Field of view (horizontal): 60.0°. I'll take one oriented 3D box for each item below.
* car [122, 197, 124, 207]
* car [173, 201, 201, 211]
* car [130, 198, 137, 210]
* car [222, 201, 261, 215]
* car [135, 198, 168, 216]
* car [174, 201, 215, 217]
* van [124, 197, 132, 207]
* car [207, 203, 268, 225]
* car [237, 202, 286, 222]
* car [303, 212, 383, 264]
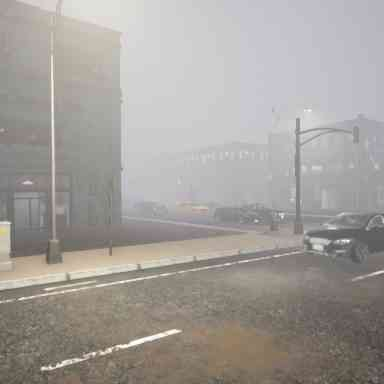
[{"bbox_3d":[-13.619,1.939,65.381,2.192,1.841,5.009,-1,0,-35],"label":"car"},{"bbox_3d":[-0.788,1.965,47.333,1.802,1.307,4.206,-2,0,-35],"label":"car"},{"bbox_3d":[-6.088,1.930,44.831,1.882,1.535,5.008,-1,0,-35],"label":"car"},{"bbox_3d":[5.623,1.809,38.309,2.008,1.369,4.403,-2,0,-35],"label":"car"},{"bbox_3d":[-4.416,1.846,37.965,1.967,1.590,4.097,-1,0,-35],"label":"car"},{"bbox_3d":[-0.095,1.814,36.381,1.882,1.535,5.008,-1,0,-36],"label":"car"},{"bbox_3d":[-10.412,1.906,60.869,1.690,1.788,3.998,-1,0,-35],"label":"van"},{"bbox_3d":[3.526,1.814,26.583,1.947,1.339,4.313,-1,0,-35],"label":"car"},{"bbox_3d":[5.702,1.713,28.216,2.128,1.511,4.902,-1,0,-35],"label":"car"},{"bbox_3d":[5.985,1.490,11.940,4.902,1.511,2.128,0,0,-35],"label":"car"}]
